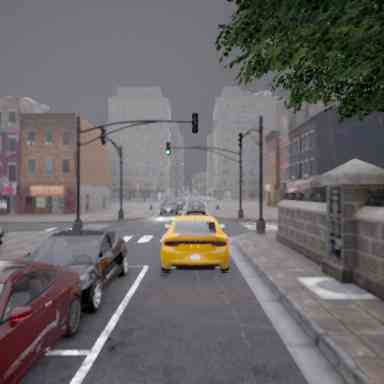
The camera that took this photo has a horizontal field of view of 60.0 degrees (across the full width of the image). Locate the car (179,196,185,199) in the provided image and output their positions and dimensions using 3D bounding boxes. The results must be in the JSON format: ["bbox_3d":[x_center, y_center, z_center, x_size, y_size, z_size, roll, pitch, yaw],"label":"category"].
[{"bbox_3d":[-2.286,1.448,44.656,2.097,1.767,4.553,0,0,0],"label":"car"}]

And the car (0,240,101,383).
[{"bbox_3d":[-2.637,1.592,4.058,1.802,1.307,4.206,0,0,0],"label":"car"}]

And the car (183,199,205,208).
[{"bbox_3d":[0.406,1.621,34.093,2.033,1.411,5.357,0,0,0],"label":"car"}]

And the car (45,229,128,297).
[{"bbox_3d":[-2.637,1.584,7.721,1.947,1.339,4.313,0,0,0],"label":"car"}]

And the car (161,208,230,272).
[{"bbox_3d":[0.097,1.503,10.900,1.882,1.535,5.008,0,0,0],"label":"car"}]

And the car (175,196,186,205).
[{"bbox_3d":[-2.216,1.642,64.917,1.837,1.490,4.892,0,0,0],"label":"car"}]

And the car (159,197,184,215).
[{"bbox_3d":[-2.287,1.566,34.720,2.128,1.511,4.902,0,0,0],"label":"car"}]

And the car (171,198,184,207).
[{"bbox_3d":[-2.273,1.718,54.716,1.895,1.301,4.718,0,0,0],"label":"car"}]
